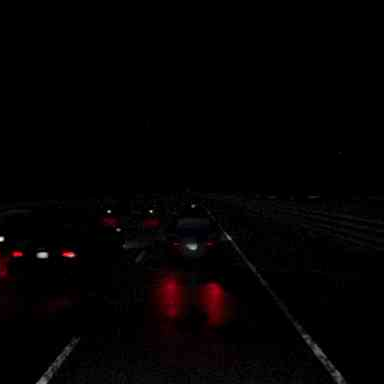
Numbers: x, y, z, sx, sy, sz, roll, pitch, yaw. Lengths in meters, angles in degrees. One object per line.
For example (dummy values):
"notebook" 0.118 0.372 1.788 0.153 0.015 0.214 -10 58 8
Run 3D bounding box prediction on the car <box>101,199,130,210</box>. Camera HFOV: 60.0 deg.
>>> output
"car" -6.908 1.363 30.198 1.837 1.490 4.892 0 0 0

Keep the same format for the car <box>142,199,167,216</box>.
"car" -3.407 1.363 30.254 1.837 1.490 4.892 0 0 0

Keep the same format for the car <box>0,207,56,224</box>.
"car" -6.913 1.433 14.547 1.837 1.490 4.892 0 1 0

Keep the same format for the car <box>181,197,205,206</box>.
"car" 0.091 1.212 29.882 2.097 1.767 4.553 0 0 0

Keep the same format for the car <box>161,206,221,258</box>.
"car" 0.074 1.464 12.309 1.812 1.442 4.674 0 0 1

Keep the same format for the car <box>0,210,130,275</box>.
"car" -3.432 1.496 10.181 2.033 1.411 5.357 0 0 0
